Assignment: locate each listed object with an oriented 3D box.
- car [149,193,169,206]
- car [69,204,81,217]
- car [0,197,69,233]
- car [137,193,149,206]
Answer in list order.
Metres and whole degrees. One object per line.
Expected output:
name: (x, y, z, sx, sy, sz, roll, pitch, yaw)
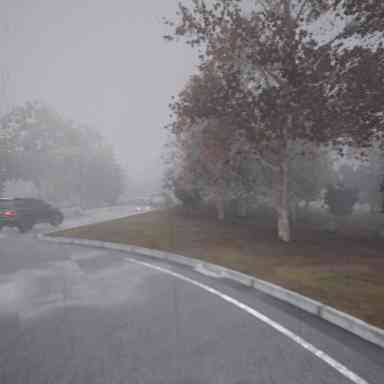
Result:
car: (-4.722, 1.214, 54.577, 2.150, 2.045, 5.566, -1, 0, 10)
car: (-12.255, 1.763, 30.856, 1.895, 1.301, 4.718, -1, 0, 9)
car: (-10.517, 1.369, 21.203, 2.150, 2.045, 5.566, -2, 0, 9)
car: (-7.798, 1.269, 57.834, 2.150, 2.045, 5.566, -1, 0, 10)
